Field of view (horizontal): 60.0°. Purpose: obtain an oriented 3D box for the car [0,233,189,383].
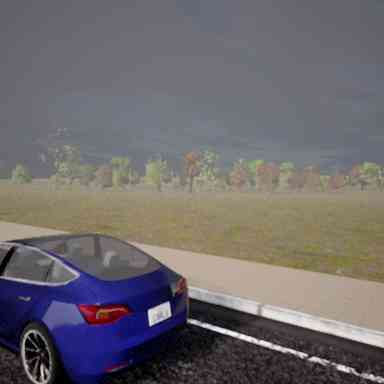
[{"bbox_3d":[-2.273,1.373,5.180,4.792,1.488,2.163,2,1,35],"label":"car"}]
